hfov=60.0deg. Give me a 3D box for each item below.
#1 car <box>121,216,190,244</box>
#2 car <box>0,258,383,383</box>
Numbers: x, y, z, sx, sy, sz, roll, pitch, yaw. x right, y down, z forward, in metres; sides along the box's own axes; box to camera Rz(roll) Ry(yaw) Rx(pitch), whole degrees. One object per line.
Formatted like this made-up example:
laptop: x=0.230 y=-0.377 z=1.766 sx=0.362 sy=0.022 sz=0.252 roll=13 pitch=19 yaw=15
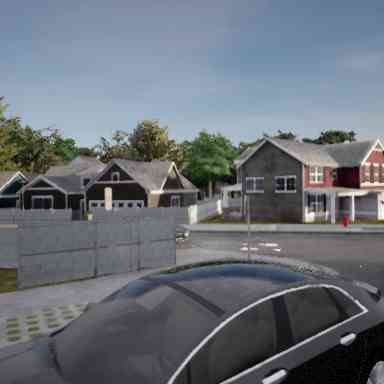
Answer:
car: x=-2.541 y=2.023 z=17.462 sx=4.892 sy=1.490 sz=1.837 roll=-2 pitch=0 yaw=18
car: x=0.113 y=1.512 z=3.069 sx=4.892 sy=1.490 sz=1.837 roll=0 pitch=0 yaw=-36
